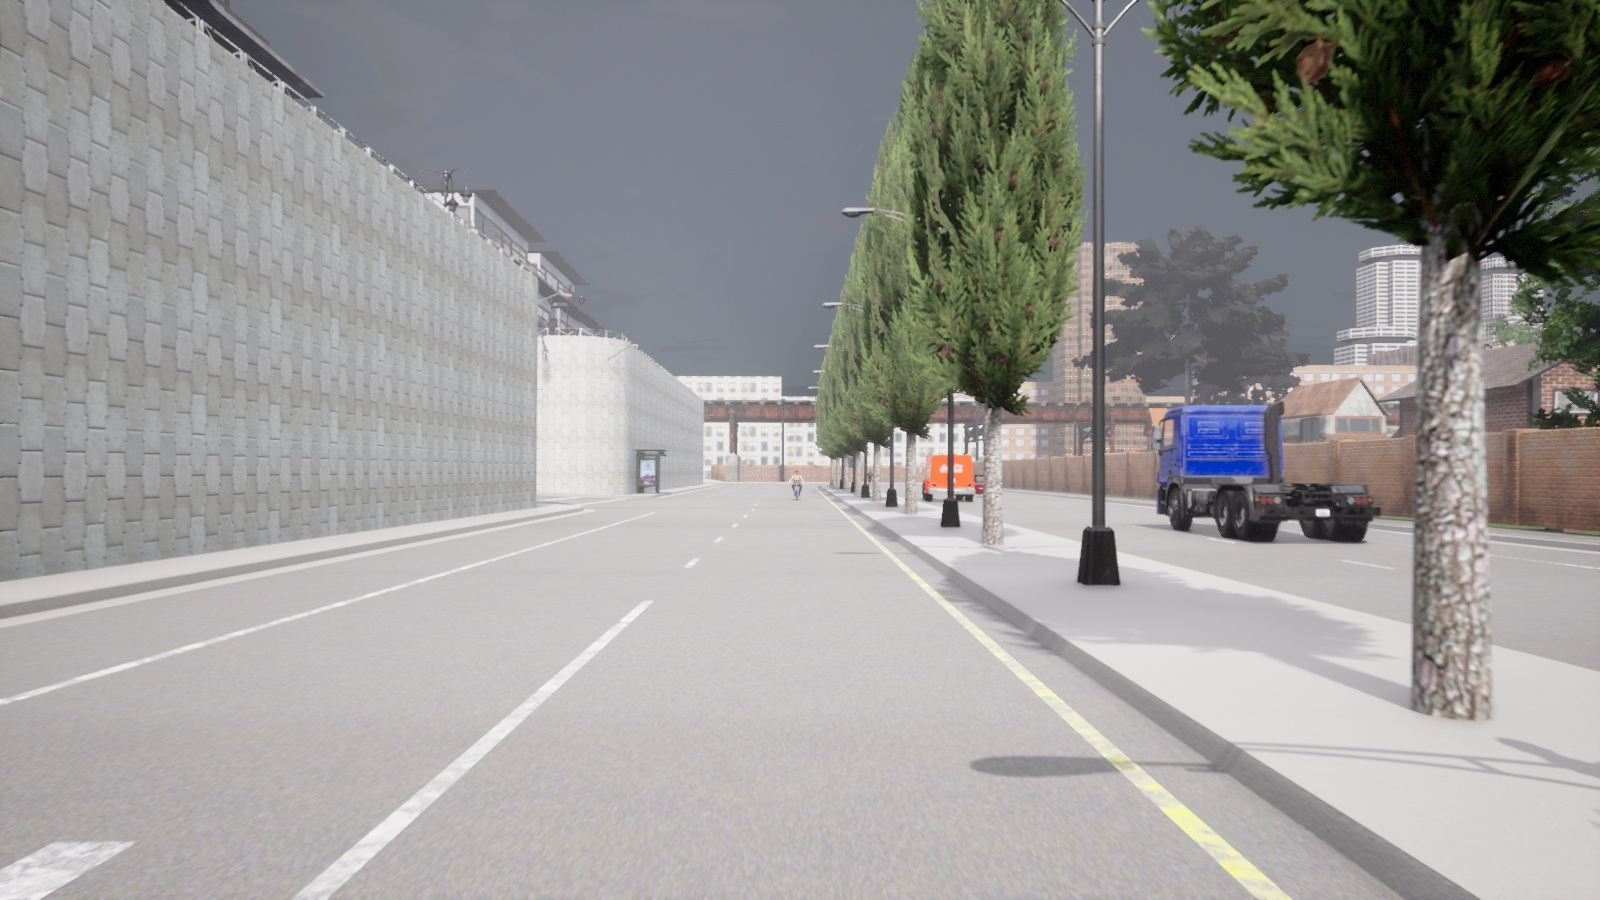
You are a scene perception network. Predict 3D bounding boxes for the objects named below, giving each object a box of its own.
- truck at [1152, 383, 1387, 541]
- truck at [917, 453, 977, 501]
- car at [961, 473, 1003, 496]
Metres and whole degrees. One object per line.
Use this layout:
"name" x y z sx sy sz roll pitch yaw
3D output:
"truck" 11.439 0.321 31.617 2.891 3.462 7.936 0 -1 0
"truck" 7.834 1.436 67.464 2.627 2.467 5.204 0 -1 0
"car" 11.310 2.155 78.274 1.994 1.385 4.181 0 -1 0
